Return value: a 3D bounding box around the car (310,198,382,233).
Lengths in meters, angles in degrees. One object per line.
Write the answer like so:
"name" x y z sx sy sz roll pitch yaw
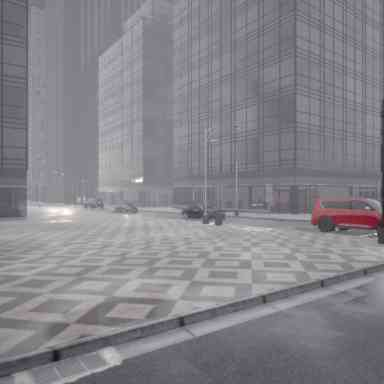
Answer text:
"car" 9.440 1.346 18.574 2.150 2.045 5.566 0 -1 -39

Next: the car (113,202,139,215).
"car" -8.648 2.104 43.185 1.837 1.490 4.892 0 -1 -36

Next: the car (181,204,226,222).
"car" 0.976 1.820 29.864 1.882 1.535 5.008 0 -1 -36

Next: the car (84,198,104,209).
"car" -18.271 2.148 61.882 2.150 2.045 5.566 0 -1 -37
